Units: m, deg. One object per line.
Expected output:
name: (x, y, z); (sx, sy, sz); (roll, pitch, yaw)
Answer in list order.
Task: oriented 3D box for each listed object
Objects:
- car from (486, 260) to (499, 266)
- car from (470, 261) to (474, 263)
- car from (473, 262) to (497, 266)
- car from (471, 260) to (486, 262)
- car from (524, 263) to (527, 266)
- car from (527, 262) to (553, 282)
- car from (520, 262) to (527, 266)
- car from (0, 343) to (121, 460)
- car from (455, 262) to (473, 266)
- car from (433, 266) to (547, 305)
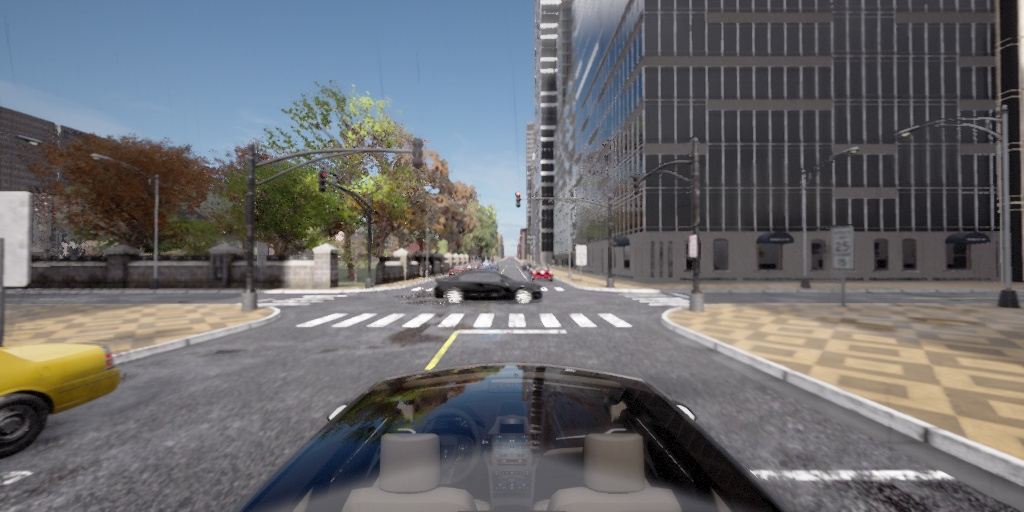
car: (-3.081, 1.865, 59.760); (2.033, 1.411, 5.357); (0, -1, 1)
car: (-5.721, 1.723, 44.650); (2.007, 1.370, 4.403); (0, 0, 0)
car: (-3.120, 1.708, 41.774); (1.994, 1.385, 4.181); (0, -1, 0)
car: (-5.729, 1.597, 56.015); (2.192, 1.841, 5.009); (0, 0, 0)
car: (2.664, 1.682, 38.976); (1.948, 1.339, 4.313); (0, 0, 0)
car: (2.669, 1.500, 33.295); (1.967, 1.591, 4.097); (0, 0, 0)
car: (2.648, 1.900, 61.699); (1.948, 1.339, 4.313); (0, 0, 0)
car: (-5.819, 1.285, 2.398); (1.751, 1.417, 4.829); (0, 0, 0)
car: (-5.716, 1.662, 38.967); (1.888, 1.381, 4.507); (0, 0, 0)
car: (-1.093, 1.394, 16.576); (5.008, 1.535, 1.882); (0, -1, 1)
